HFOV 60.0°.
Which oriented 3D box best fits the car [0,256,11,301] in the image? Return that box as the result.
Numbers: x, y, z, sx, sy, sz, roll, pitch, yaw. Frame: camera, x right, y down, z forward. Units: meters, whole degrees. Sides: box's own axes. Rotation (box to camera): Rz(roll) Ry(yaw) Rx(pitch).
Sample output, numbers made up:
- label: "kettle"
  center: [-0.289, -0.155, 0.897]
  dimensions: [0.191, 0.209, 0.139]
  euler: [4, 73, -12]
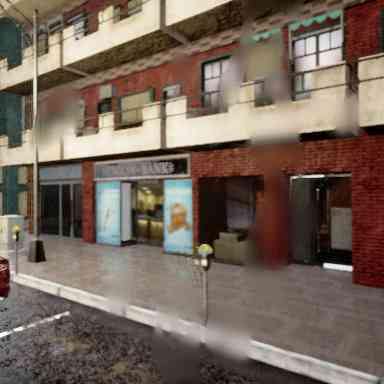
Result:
- label: "car"
  center: [-5.432, 1.488, 6.740]
  dimensions: [4.507, 1.381, 1.887]
  euler: [0, -1, 36]
